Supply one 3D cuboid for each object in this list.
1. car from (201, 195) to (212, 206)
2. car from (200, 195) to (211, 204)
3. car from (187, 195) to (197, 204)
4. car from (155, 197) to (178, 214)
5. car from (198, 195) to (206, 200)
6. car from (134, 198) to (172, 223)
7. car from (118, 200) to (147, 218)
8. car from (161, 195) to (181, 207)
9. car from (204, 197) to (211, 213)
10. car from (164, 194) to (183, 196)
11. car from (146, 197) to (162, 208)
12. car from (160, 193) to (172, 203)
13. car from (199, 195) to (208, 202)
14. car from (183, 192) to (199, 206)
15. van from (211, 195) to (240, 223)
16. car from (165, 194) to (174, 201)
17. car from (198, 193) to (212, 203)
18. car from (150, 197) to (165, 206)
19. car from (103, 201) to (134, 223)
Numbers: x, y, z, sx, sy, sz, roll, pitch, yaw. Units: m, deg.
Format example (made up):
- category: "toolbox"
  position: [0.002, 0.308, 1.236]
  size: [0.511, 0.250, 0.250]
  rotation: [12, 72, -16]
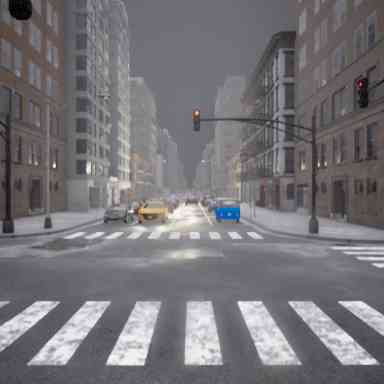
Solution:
- category: "car"
  position: [2.586, 1.544, 47.765]
  size: [1.802, 1.307, 4.206]
  rotation: [0, 0, 0]
- category: "car"
  position: [2.569, 1.379, 64.809]
  size: [1.967, 1.590, 4.097]
  rotation: [0, 0, 0]
- category: "car"
  position: [-0.069, 1.416, 65.169]
  size: [1.882, 1.535, 5.008]
  rotation: [0, 0, 0]
- category: "car"
  position: [-2.837, 1.539, 34.259]
  size: [1.994, 1.385, 4.181]
  rotation: [0, 0, 0]
- category: "car"
  position: [2.545, 1.472, 87.534]
  size: [1.947, 1.339, 4.313]
  rotation: [0, 0, 0]
- category: "car"
  position: [-2.860, 1.459, 25.308]
  size: [1.882, 1.535, 5.008]
  rotation: [0, 0, 0]
- category: "car"
  position: [-5.421, 1.523, 30.705]
  size: [1.887, 1.381, 4.507]
  rotation: [0, 0, 0]
- category: "car"
  position: [-2.831, 1.493, 43.016]
  size: [1.812, 1.442, 4.674]
  rotation: [0, 0, 1]
- category: "car"
  position: [2.598, 1.556, 36.402]
  size: [1.802, 1.307, 4.206]
  rotation: [0, 0, 0]
- category: "car"
  position: [-2.843, 1.451, 50.029]
  size: [2.128, 1.511, 4.902]
  rotation: [0, 0, 1]
- category: "car"
  position: [-5.439, 1.488, 47.581]
  size: [1.752, 1.417, 4.829]
  rotation: [0, 0, 0]
- category: "car"
  position: [-5.462, 1.245, 70.477]
  size: [2.192, 1.841, 5.009]
  rotation: [0, 0, 0]
- category: "car"
  position: [2.557, 1.473, 76.172]
  size: [2.008, 1.369, 4.403]
  rotation: [0, 0, 0]
- category: "car"
  position: [-0.059, 1.304, 55.137]
  size: [2.097, 1.767, 4.553]
  rotation: [0, 0, 0]
- category: "van"
  position: [2.610, 1.323, 25.040]
  size: [1.690, 1.788, 3.998]
  rotation: [0, 0, 0]
- category: "car"
  position: [-5.474, 1.355, 81.841]
  size: [1.967, 1.590, 4.097]
  rotation: [0, 0, 0]
- category: "car"
  position: [2.581, 1.269, 53.447]
  size: [2.192, 1.841, 5.009]
  rotation: [0, 0, 0]
- category: "car"
  position: [-5.444, 1.520, 53.433]
  size: [1.947, 1.339, 4.313]
  rotation: [0, 0, 0]
- category: "car"
  position: [-5.415, 1.533, 25.023]
  size: [2.008, 1.369, 4.403]
  rotation: [0, 0, 0]
